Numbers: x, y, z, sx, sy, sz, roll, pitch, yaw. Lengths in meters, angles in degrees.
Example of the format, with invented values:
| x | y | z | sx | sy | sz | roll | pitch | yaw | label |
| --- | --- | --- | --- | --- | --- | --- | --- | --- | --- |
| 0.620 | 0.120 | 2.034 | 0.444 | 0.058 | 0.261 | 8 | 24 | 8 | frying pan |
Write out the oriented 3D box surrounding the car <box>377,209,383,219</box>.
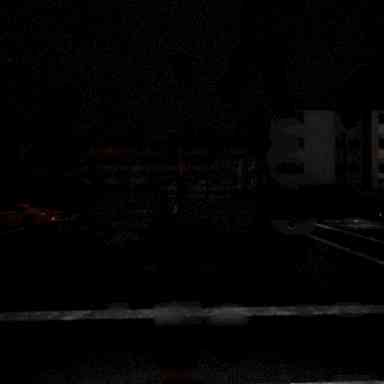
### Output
| x | y | z | sx | sy | sz | roll | pitch | yaw | label |
| --- | --- | --- | --- | --- | --- | --- | --- | --- | --- |
| 16.616 | 1.483 | 25.009 | 4.892 | 1.490 | 1.837 | 0 | 0 | 1 | car |

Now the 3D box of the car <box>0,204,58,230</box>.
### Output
| x | y | z | sx | sy | sz | roll | pitch | yaw | label |
| --- | --- | --- | --- | --- | --- | --- | --- | --- | --- |
| -11.136 | 1.509 | 21.235 | 5.008 | 1.535 | 1.882 | 0 | -1 | 10 | car |
